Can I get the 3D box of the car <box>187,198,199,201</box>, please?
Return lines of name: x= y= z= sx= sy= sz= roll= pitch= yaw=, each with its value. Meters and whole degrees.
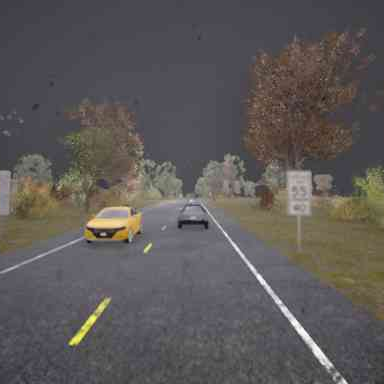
car: x=0.119 y=1.508 z=41.430 sx=2.033 sy=1.411 sz=5.357 roll=0 pitch=0 yaw=0

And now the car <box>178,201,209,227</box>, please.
car: x=0.087 y=1.523 z=22.234 sx=1.994 sy=1.385 sz=4.181 roll=0 pitch=0 yaw=0

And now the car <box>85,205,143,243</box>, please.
car: x=-3.580 y=1.444 z=15.975 sx=1.882 sy=1.535 sz=5.008 roll=0 pitch=0 yaw=0
